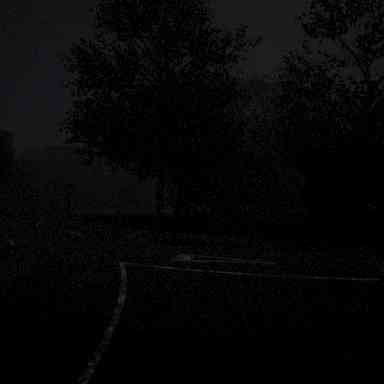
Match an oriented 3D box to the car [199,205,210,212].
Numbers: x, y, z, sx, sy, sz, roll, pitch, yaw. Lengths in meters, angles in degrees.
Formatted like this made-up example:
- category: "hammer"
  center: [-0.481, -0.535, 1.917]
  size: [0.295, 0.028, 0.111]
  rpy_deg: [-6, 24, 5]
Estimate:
- category: "car"
  center: [3.882, 4.662, 93.764]
  size: [2.435, 2.045, 5.566]
  rpy_deg: [0, -2, 26]
